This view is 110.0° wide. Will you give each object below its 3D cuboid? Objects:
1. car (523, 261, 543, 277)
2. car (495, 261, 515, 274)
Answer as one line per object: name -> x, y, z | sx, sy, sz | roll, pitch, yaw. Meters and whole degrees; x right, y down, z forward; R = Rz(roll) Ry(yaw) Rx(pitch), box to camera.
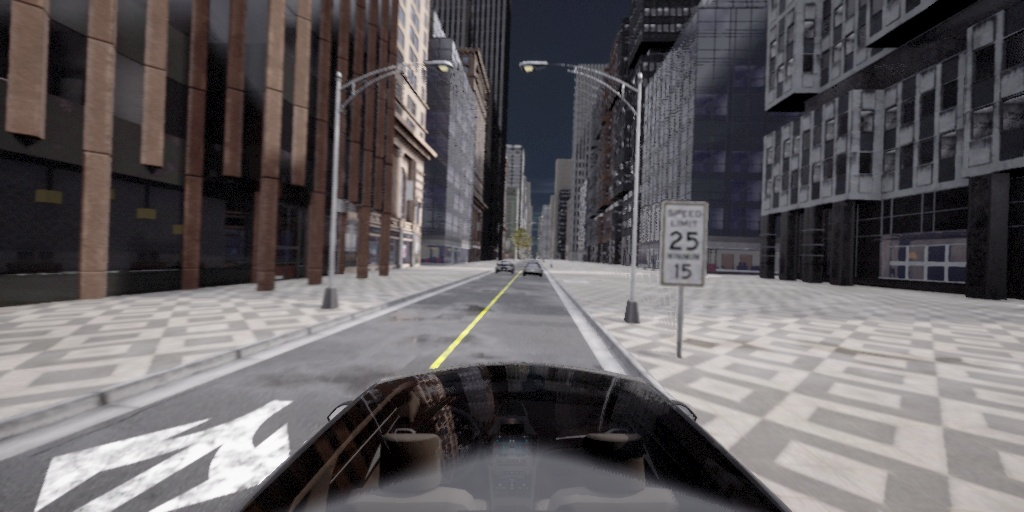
car -> 2.120, 1.360, 36.742 | 1.994, 1.385, 4.181 | 2, 0, 4
car -> -0.719, 1.253, 40.377 | 1.994, 1.385, 4.181 | 2, 0, 4
